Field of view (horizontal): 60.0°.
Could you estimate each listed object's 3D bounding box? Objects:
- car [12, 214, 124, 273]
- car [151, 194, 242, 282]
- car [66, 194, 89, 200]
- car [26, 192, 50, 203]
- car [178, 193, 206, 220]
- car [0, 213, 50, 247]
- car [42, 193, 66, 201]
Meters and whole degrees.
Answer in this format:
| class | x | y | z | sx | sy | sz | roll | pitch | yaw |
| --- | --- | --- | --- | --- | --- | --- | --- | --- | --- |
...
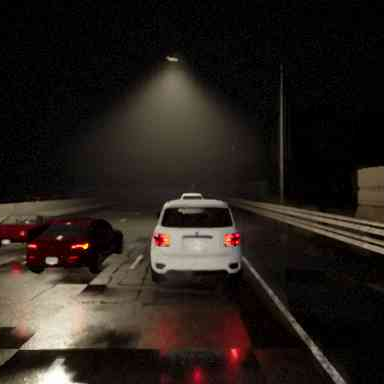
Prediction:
| class | x | y | z | sx | sy | sz | roll | pitch | yaw |
| --- | --- | --- | --- | --- | --- | --- | --- | --- | --- |
| car | -3.418 | 1.508 | 10.431 | 1.812 | 1.442 | 4.674 | 0 | 0 | 0 |
| car | 0.089 | 1.204 | 9.807 | 2.150 | 2.045 | 5.566 | 0 | 0 | -1 |
| car | -17.831 | 1.176 | 53.136 | 2.097 | 1.767 | 4.553 | 0 | 0 | 0 |
| car | -24.829 | 1.033 | 54.333 | 2.150 | 2.045 | 5.566 | 0 | 0 | -1 |
| car | 0.004 | 1.162 | 28.431 | 2.150 | 2.045 | 5.566 | 0 | 0 | 0 |
| car | -6.929 | 1.575 | 14.633 | 1.895 | 1.301 | 4.718 | 0 | 0 | 0 |
| car | -21.330 | 1.305 | 52.828 | 1.882 | 1.535 | 5.008 | 0 | 0 | 0 |
